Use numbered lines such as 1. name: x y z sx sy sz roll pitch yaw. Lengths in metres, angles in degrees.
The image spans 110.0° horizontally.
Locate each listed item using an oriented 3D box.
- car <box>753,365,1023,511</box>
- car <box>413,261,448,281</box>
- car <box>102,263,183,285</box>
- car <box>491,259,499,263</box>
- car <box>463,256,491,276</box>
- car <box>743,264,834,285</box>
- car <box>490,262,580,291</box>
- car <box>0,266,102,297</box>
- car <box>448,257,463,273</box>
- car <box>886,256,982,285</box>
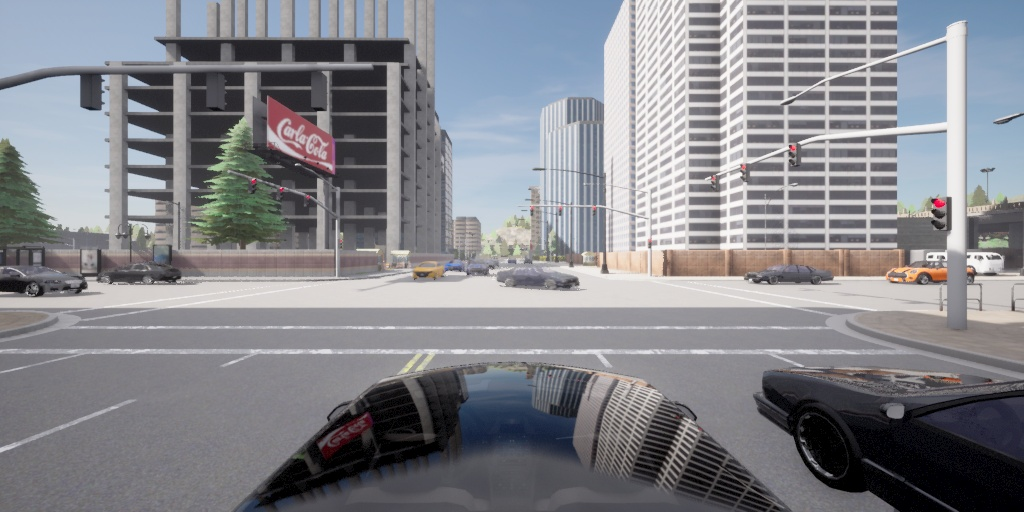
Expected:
1. car: 3.597 1.297 1.490 2.033 1.411 5.357 0 0 0
2. car: -7.087 1.227 30.810 1.882 1.535 5.008 0 0 0
3. car: -26.186 1.255 25.289 4.892 1.490 1.837 0 0 0
4. car: -3.570 1.297 54.878 2.033 1.411 5.357 0 0 0
5. car: -3.549 1.102 37.064 2.097 1.767 4.553 0 0 -1
6. car: 19.647 1.297 25.537 5.357 1.411 2.033 0 0 0
7. car: 1.444 1.297 22.109 5.357 1.411 2.033 0 0 39
8. car: -24.548 1.241 18.121 4.902 1.511 2.128 0 0 0
9. car: -7.081 1.228 44.900 1.882 1.535 5.008 0 0 0
10. car: 29.655 1.102 25.558 4.553 1.767 2.097 0 0 1
